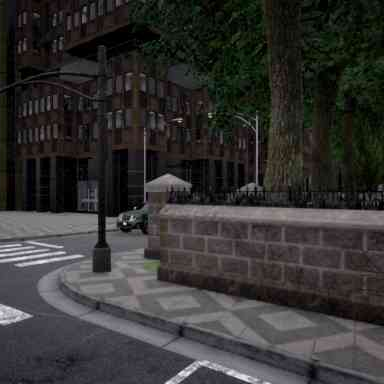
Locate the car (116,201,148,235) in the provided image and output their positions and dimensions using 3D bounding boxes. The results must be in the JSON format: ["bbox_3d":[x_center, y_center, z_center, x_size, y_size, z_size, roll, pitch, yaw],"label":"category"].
[{"bbox_3d":[-2.395,1.583,22.018,2.150,2.045,5.566,0,-1,35],"label":"car"}]
